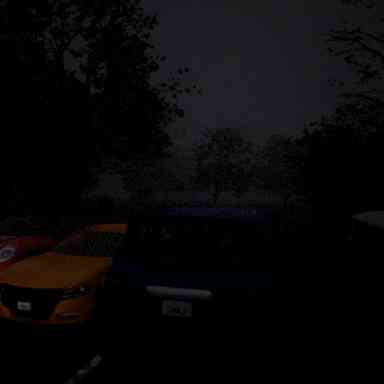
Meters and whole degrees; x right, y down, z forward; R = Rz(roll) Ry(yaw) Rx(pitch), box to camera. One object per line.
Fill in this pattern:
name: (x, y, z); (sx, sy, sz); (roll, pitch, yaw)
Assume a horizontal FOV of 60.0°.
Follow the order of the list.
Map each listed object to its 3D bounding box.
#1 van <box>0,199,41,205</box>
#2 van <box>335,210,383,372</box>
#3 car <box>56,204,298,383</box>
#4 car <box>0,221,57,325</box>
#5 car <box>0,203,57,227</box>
van: (-6.641, 1.225, 10.956); (1.878, 1.987, 4.442); (0, -1, 16)
van: (2.996, 1.262, 4.072); (1.878, 1.987, 4.442); (0, -1, 16)
car: (0.570, 1.228, 5.711); (2.435, 2.045, 5.566); (0, -1, 15)
car: (-1.840, 1.471, 7.404); (2.097, 1.535, 5.008); (1, 0, 15)
car: (-4.247, 1.336, 9.150); (2.185, 1.767, 4.553); (1, 0, 16)
